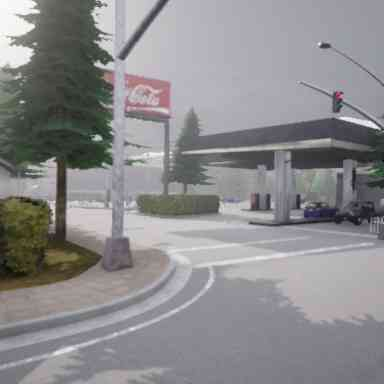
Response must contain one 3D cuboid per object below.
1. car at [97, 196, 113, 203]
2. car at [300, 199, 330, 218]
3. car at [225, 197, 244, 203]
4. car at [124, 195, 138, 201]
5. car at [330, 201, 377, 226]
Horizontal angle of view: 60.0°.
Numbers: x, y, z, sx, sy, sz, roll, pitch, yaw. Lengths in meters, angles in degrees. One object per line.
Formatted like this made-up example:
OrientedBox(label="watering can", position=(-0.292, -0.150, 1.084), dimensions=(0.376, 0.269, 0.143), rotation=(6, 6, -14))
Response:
OrientedBox(label="car", position=(-19.608, 1.641, 74.118), dimensions=(2.007, 1.523, 4.514), rotation=(1, -1, -36))
OrientedBox(label="car", position=(13.466, 1.874, 34.028), dimensions=(4.611, 1.667, 2.242), rotation=(1, -1, -36))
OrientedBox(label="car", position=(10.480, 2.045, 82.734), dimensions=(1.845, 1.501, 3.633), rotation=(1, -1, -36))
OrientedBox(label="car", position=(-15.806, 1.626, 86.015), dimensions=(2.152, 1.636, 5.027), rotation=(1, -1, -36))
OrientedBox(label="car", position=(13.299, 1.652, 26.899), dimensions=(3.866, 1.878, 1.905), rotation=(1, -1, -36))
